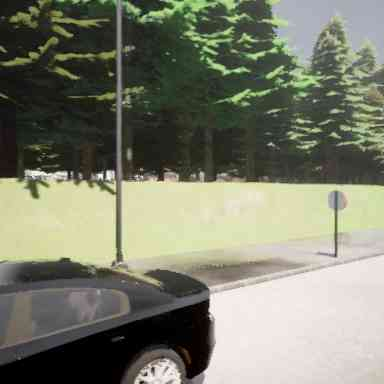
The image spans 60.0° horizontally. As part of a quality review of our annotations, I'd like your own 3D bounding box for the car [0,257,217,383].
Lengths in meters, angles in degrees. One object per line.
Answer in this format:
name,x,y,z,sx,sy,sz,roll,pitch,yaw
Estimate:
car,-2.052,1.478,3.143,5.008,1.535,1.882,0,0,-36
